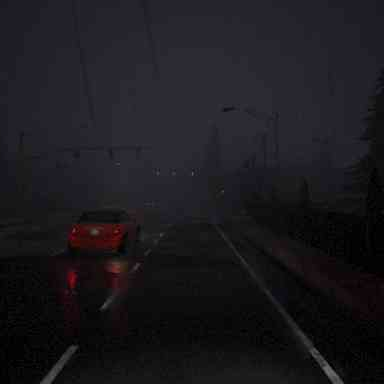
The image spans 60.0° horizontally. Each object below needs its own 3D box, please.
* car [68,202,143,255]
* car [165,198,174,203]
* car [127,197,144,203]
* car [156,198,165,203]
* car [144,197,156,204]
[{"bbox_3d":[-3.498,1.483,14.088,2.097,1.767,4.553,0,-1,0],"label":"car"},{"bbox_3d":[-6.915,2.386,92.771,2.128,1.511,4.902,0,-1,-32],"label":"car"},{"bbox_3d":[-14.681,2.274,85.134,1.882,1.535,5.008,0,-1,-25],"label":"car"},{"bbox_3d":[-9.981,2.346,91.084,1.837,1.490,4.892,0,-1,-32],"label":"car"},{"bbox_3d":[-11.845,2.412,87.299,1.895,1.301,4.718,0,-1,-29],"label":"car"}]
